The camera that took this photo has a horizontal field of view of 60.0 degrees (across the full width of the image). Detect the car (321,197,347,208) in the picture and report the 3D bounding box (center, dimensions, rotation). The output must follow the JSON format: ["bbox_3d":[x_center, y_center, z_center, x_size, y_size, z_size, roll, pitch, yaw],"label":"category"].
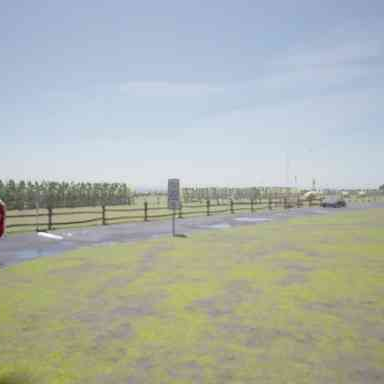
[{"bbox_3d":[20.082,1.476,46.841,2.033,1.411,5.357,1,1,44],"label":"car"}]
